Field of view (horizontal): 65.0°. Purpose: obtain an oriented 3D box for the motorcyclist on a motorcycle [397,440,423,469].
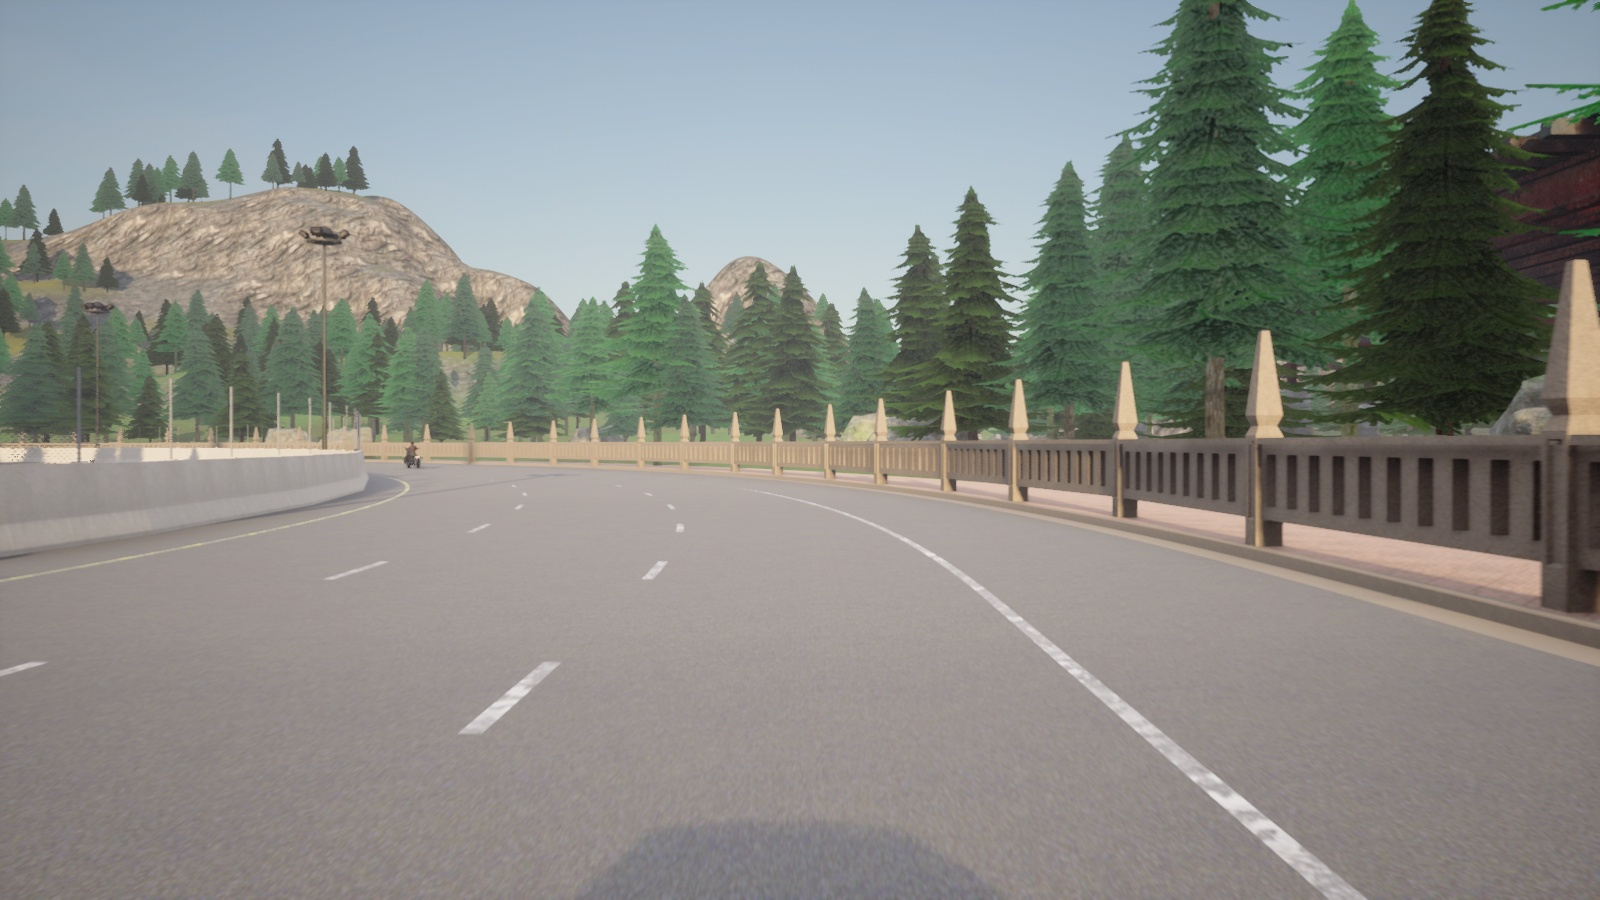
[{"bbox_3d":[-22.851,0.264,73.600,0.766,1.649,2.350,-1,1,-35],"label":"motorcyclist on a motorcycle"}]
